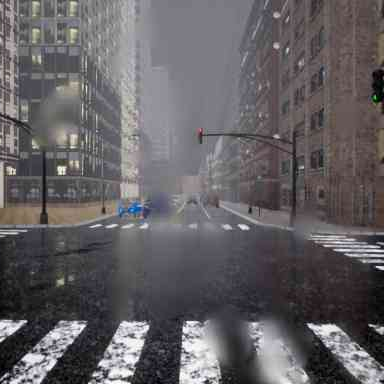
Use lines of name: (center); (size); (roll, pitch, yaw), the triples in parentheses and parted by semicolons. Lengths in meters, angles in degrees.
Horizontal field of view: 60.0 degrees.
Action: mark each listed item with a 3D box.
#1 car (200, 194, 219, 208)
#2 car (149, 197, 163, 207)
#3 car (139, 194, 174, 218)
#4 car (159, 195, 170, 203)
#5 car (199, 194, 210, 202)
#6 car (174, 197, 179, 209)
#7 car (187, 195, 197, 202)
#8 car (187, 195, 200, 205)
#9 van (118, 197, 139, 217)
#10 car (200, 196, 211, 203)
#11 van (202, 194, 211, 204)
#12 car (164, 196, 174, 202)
car: (2.737, 1.329, 47.255); (2.192, 1.841, 5.009); (0, 0, 0)
car: (-5.637, 1.542, 52.643); (1.752, 1.417, 4.829); (0, 0, 0)
car: (-3.077, 1.227, 30.279); (2.150, 2.045, 5.566); (0, 0, 0)
car: (-5.620, 1.469, 69.466); (1.967, 1.590, 4.097); (0, 0, 0)
car: (2.765, 1.348, 75.009); (2.192, 1.841, 5.009); (0, 0, 0)
car: (-3.055, 1.612, 41.506); (1.895, 1.301, 4.718); (0, 0, 0)
car: (0.074, 1.419, 70.105); (2.033, 1.411, 5.357); (0, 0, 0)
car: (0.065, 1.623, 60.129); (1.895, 1.301, 4.718); (0, 0, 0)
van: (-5.660, 1.347, 30.609); (1.690, 1.788, 3.998); (0, 0, 0)
car: (2.761, 1.579, 69.458); (2.008, 1.369, 4.403); (0, 0, 0)
van: (2.754, 1.366, 63.908); (1.690, 1.788, 3.998); (0, 0, 0)
car: (-5.609, 1.589, 80.568); (2.008, 1.369, 4.403); (0, 0, 0)
